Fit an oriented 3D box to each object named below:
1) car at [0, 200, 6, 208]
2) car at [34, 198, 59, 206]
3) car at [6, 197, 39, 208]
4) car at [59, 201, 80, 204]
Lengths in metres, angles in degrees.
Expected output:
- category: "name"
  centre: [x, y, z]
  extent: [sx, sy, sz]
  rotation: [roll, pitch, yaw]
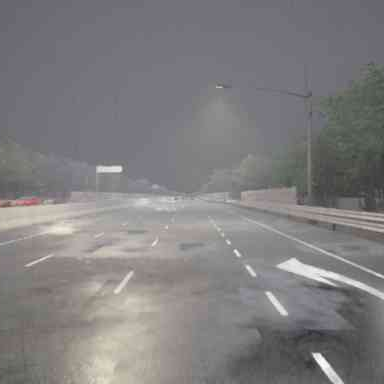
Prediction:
- category: "car"
  centre: [-28.044, 1.964, 49.397]
  extent: [1.882, 1.535, 5.008]
  rotation: [0, -1, 1]
- category: "car"
  centre: [-21.054, 2.012, 49.444]
  extent: [1.812, 1.442, 4.674]
  rotation: [0, -1, 0]
- category: "car"
  centre: [-24.545, 1.707, 49.365]
  extent: [2.150, 2.045, 5.566]
  rotation: [0, -1, 1]
- category: "car"
  centre: [-17.557, 2.050, 49.516]
  extent: [1.994, 1.385, 4.181]
  rotation: [0, -1, 0]
